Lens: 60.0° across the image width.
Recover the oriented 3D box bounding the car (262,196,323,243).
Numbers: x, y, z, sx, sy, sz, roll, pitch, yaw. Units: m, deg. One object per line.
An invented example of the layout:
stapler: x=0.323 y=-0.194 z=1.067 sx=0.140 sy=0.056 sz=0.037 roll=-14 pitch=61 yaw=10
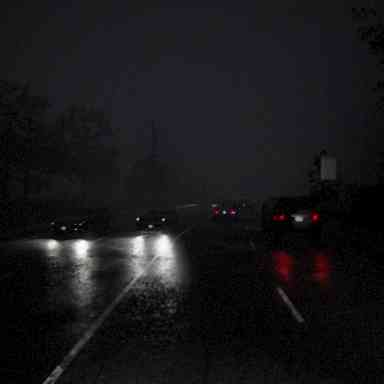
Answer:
car: x=4.751 y=1.219 z=16.389 sx=2.150 sy=2.045 sz=5.566 roll=0 pitch=0 yaw=7

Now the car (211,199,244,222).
car: x=2.841 y=1.530 z=26.641 sx=2.033 sy=1.411 sz=5.357 roll=0 pitch=0 yaw=11

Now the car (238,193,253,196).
car: x=9.745 y=1.189 z=60.372 sx=2.150 sy=2.045 sz=5.566 roll=0 pitch=0 yaw=25

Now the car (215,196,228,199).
car: x=5.129 y=1.496 z=58.638 sx=2.033 sy=1.411 sz=5.357 roll=0 pitch=0 yaw=23

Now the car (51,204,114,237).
car: x=-5.769 y=1.472 z=18.153 sx=1.837 sy=1.490 sz=4.892 roll=0 pitch=0 yaw=8

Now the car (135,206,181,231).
car: x=-1.962 y=1.576 z=20.387 sx=1.895 sy=1.301 sz=4.718 roll=0 pitch=0 yaw=8

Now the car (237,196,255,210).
car: x=6.893 y=1.544 z=42.464 sx=1.994 sy=1.385 sz=4.181 roll=0 pitch=0 yaw=17

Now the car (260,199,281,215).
car: x=8.245 y=1.541 z=34.694 sx=2.033 sy=1.411 sz=5.357 roll=0 pitch=0 yaw=15
